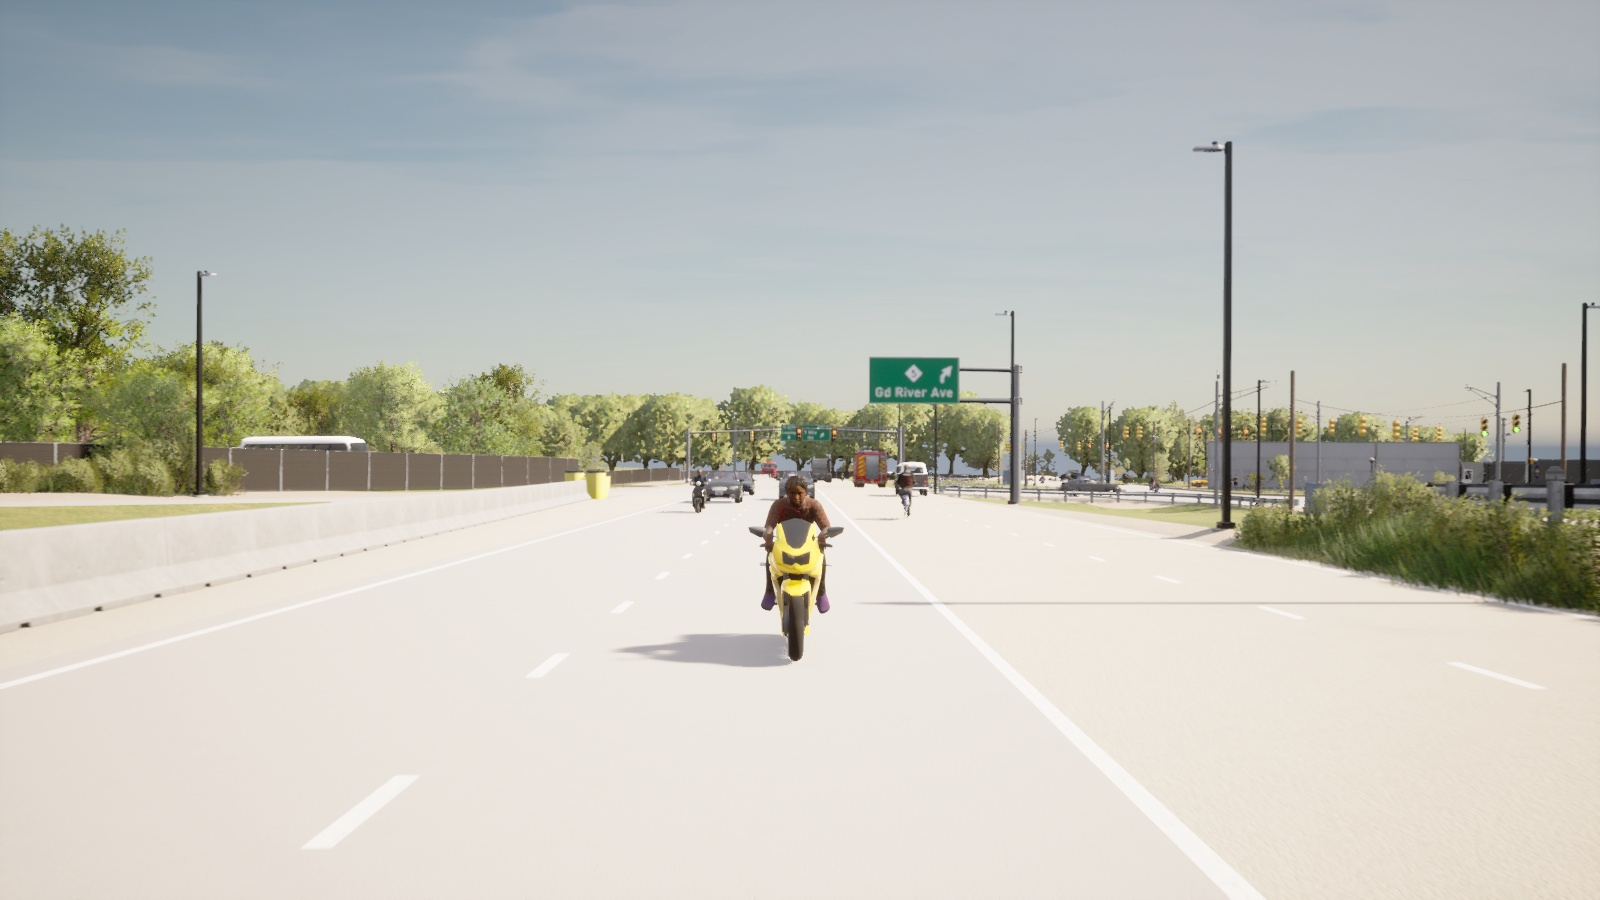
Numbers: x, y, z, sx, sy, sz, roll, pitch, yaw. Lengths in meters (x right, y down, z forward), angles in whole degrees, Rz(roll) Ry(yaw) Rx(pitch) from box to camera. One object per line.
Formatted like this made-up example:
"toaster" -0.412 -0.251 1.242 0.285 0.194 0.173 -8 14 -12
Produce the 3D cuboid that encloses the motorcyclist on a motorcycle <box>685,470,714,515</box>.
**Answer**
"motorcyclist on a motorcycle" -3.605 1.504 45.150 0.866 1.590 1.817 0 -1 0

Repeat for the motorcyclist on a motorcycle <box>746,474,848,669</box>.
"motorcyclist on a motorcycle" -0.026 0.977 10.927 0.797 1.523 2.044 0 -1 0

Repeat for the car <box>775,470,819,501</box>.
"car" -0.151 1.787 64.537 2.128 1.511 4.902 0 -1 0

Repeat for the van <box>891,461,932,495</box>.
"van" 6.819 1.715 77.113 2.069 2.038 4.480 0 -1 0

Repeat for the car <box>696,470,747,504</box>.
"car" -3.638 1.718 59.063 2.128 1.511 4.902 0 -1 0

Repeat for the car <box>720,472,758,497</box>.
"car" -3.679 2.072 76.487 2.033 1.411 5.357 0 -1 0
